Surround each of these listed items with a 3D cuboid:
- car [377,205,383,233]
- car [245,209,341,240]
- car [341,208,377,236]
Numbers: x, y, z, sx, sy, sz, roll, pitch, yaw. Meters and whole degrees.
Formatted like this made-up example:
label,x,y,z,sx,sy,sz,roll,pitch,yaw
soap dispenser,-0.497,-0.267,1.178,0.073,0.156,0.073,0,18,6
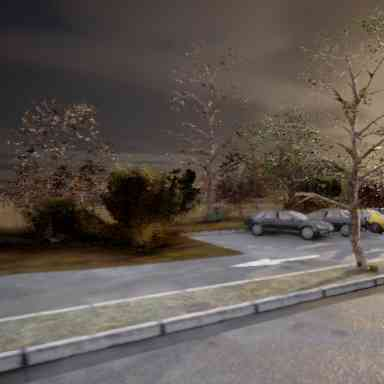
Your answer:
label,x,y,z,sx,sy,sz,roll,pitch,yaw
car,10.995,1.830,22.344,5.366,1.575,1.946,-1,-1,39
car,5.342,1.741,18.711,4.892,1.521,2.231,-1,-2,39
car,8.248,1.787,20.465,4.892,1.521,2.231,-1,-1,39
